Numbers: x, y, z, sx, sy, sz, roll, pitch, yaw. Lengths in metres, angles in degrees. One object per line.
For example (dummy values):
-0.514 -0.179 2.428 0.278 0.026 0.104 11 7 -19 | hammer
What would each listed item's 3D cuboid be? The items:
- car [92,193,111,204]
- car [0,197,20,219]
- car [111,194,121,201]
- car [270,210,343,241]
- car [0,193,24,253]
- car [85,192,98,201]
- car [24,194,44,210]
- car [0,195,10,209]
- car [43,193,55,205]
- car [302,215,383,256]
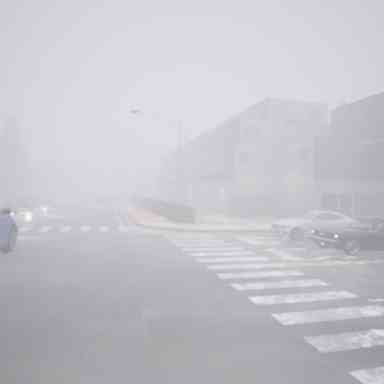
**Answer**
-13.877 1.186 51.127 1.895 1.301 4.718 1 0 -13 | car
-14.684 1.126 25.366 1.812 1.442 4.674 1 0 -14 | car
-15.488 1.087 65.890 1.994 1.385 4.181 1 0 5 | car
6.301 1.660 16.980 4.674 1.442 1.812 1 0 -13 | car
-6.743 1.040 9.502 2.150 2.045 5.566 1 0 -15 | car
-19.059 0.790 64.824 2.097 1.767 4.553 1 0 5 | car
-16.964 1.132 34.175 1.895 1.301 4.718 1 0 -14 | car
-20.697 1.039 34.646 1.895 1.301 4.718 1 0 -15 | car
-19.499 0.946 44.137 2.128 1.511 4.902 1 0 -14 | car
7.213 1.762 13.559 4.718 1.301 1.895 1 0 -15 | car
